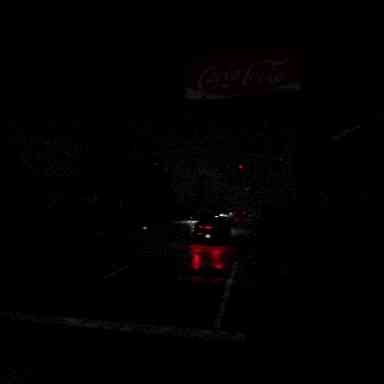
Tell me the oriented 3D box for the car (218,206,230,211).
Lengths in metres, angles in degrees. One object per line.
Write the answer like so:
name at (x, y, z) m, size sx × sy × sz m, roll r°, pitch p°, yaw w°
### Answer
car at (5.155, 3.436, 60.050) m, size 1.994 × 1.385 × 4.181 m, roll 0°, pitch -2°, yaw 11°

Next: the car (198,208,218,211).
car at (1.514, 2.783, 41.969) m, size 1.812 × 1.442 × 4.674 m, roll 0°, pitch -2°, yaw 16°

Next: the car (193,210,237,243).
car at (1.289, 2.141, 19.885) m, size 2.128 × 1.511 × 4.902 m, roll 1°, pitch -1°, yaw 10°

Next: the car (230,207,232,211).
car at (8.039, 3.896, 75.161) m, size 1.812 × 1.442 × 4.674 m, roll 0°, pitch -2°, yaw 11°

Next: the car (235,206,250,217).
car at (7.790, 3.288, 52.840) m, size 1.895 × 1.301 × 4.718 m, roll 0°, pitch -2°, yaw 10°
